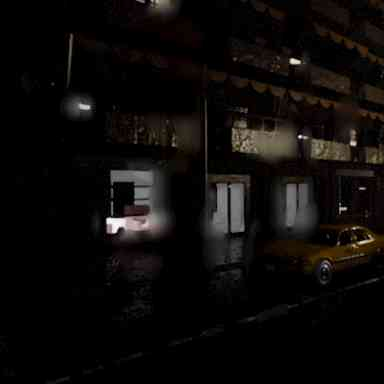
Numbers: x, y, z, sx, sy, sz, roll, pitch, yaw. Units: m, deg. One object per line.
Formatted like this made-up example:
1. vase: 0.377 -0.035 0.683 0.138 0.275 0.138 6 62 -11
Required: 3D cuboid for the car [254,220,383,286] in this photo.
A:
1. car: 3.816 1.492 9.288 4.829 1.417 1.752 0 0 -36
